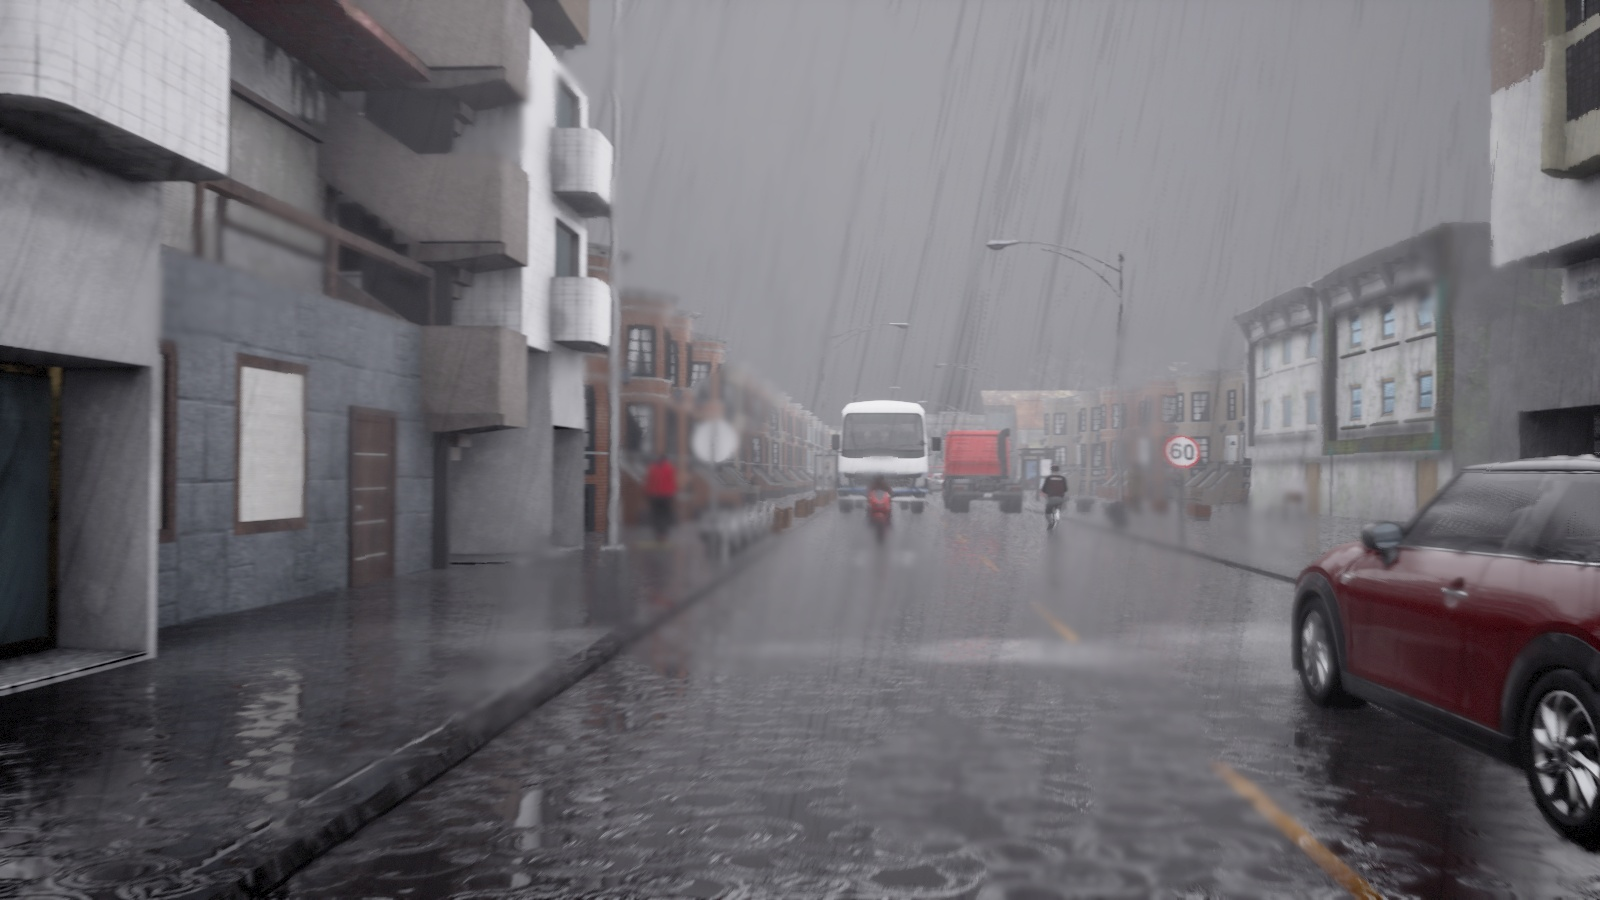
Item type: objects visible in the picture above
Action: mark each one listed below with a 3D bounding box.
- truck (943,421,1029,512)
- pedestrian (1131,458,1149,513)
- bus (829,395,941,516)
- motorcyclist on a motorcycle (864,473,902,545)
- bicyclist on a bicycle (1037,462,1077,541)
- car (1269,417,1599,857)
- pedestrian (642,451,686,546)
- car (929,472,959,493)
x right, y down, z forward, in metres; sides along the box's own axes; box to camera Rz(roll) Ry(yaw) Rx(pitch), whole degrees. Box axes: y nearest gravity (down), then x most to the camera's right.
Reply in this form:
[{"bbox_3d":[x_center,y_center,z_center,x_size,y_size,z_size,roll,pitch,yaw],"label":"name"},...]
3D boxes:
[{"bbox_3d":[7.558,0.710,52.011,2.891,3.462,7.936,0,-1,4],"label":"truck"},{"bbox_3d":[12.013,1.261,44.355,0.396,1.930,0.692,0,-1,-5],"label":"pedestrian"},{"bbox_3d":[3.355,0.278,49.339,3.944,4.253,10.273,0,-1,4],"label":"bus"},{"bbox_3d":[1.821,1.264,27.463,0.797,1.523,2.044,0,-1,4],"label":"motorcyclist on a motorcycle"},{"bbox_3d":[5.950,1.174,29.187,0.659,1.776,1.843,0,-1,4],"label":"bicyclist on a bicycle"},{"bbox_3d":[4.391,0.784,6.979,2.097,1.767,4.553,0,-1,4],"label":"car"},{"bbox_3d":[-2.697,0.950,24.928,0.634,1.844,0.899,0,-1,11],"label":"pedestrian"},{"bbox_3d":[10.276,2.302,89.925,1.970,1.475,3.806,0,-1,4],"label":"car"}]
